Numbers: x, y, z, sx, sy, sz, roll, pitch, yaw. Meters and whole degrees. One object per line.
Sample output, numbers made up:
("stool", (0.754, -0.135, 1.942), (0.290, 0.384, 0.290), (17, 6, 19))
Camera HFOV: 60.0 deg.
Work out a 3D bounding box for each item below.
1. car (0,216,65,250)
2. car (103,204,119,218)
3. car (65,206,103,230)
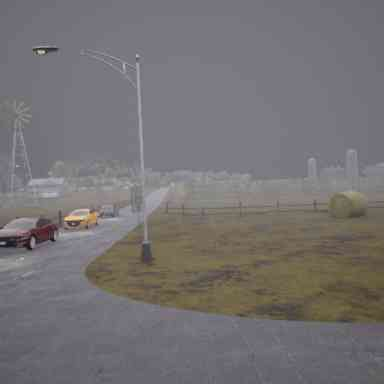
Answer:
("car", (-8.706, 2.099, 17.627), (1.882, 1.535, 5.008), (-3, -1, -3))
("car", (-9.844, 2.236, 39.293), (1.837, 1.490, 4.892), (-3, 0, -3))
("car", (-9.255, 2.200, 28.046), (1.882, 1.535, 5.008), (-3, 0, -3))
